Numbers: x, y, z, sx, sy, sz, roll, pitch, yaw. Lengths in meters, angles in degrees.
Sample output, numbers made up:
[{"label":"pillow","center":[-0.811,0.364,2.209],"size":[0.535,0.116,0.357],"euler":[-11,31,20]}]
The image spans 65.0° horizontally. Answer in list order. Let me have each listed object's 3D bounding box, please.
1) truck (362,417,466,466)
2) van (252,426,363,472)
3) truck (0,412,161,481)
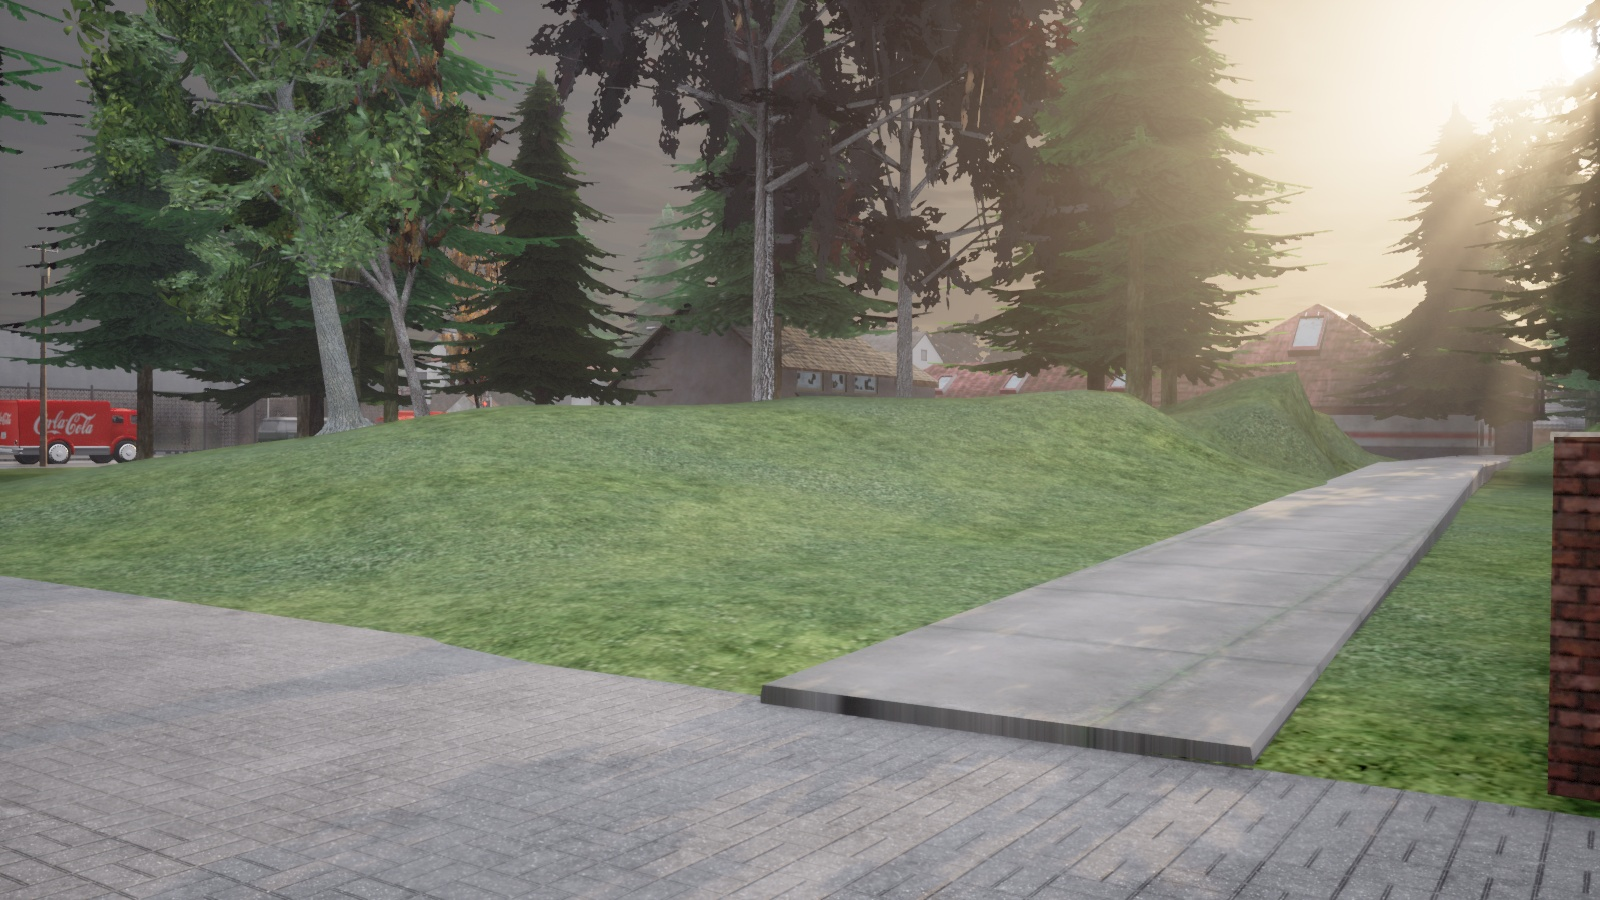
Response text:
[{"label":"truck","center":[-20.566,-0.487,67.131],"size":[2.627,2.467,5.204],"euler":[0,1,22]},{"label":"van","center":[-22.077,-0.087,56.452],"size":[1.775,1.987,4.442],"euler":[0,1,33]},{"label":"truck","center":[-27.698,-0.160,47.996],"size":[2.627,2.467,5.204],"euler":[0,1,34]}]
